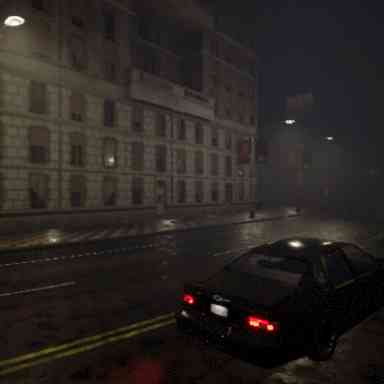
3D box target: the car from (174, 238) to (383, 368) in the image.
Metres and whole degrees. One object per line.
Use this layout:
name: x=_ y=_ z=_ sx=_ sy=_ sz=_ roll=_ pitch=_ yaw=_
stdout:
car: x=2.164 y=1.569 z=6.004 sx=5.357 sy=1.411 sz=2.033 roll=0 pitch=0 yaw=-43
